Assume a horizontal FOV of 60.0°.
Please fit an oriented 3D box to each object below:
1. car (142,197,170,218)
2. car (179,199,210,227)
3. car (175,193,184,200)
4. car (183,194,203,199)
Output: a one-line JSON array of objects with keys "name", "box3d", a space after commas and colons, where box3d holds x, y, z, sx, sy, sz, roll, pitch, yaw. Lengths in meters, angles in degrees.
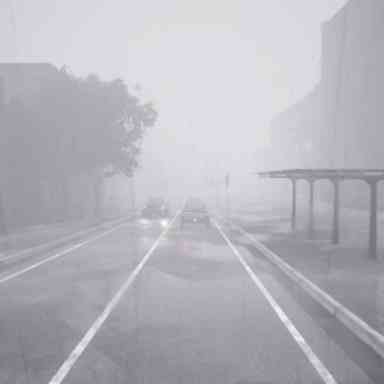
[{"name": "car", "box3d": [-3.062, 1.249, 29.035, 2.097, 1.767, 4.553, 0, 1, 1]}, {"name": "car", "box3d": [0.187, 1.442, 22.199, 2.128, 1.511, 4.902, 0, 0, 0]}, {"name": "car", "box3d": [-2.495, 0.853, 69.726, 1.812, 1.442, 4.674, 0, 1, 1]}, {"name": "car", "box3d": [0.323, 1.226, 42.448, 2.128, 1.511, 4.902, 0, 1, 0]}]
